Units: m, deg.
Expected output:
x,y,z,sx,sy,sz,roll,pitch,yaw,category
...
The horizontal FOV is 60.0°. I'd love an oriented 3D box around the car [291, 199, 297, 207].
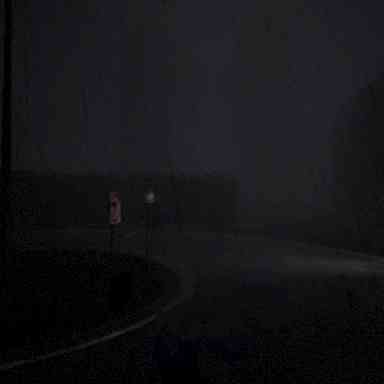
x,y,z,sx,sy,sz,roll,pitch,yaw,category
18.152,1.953,61.430,1.994,1.381,4.181,0,0,8,car
